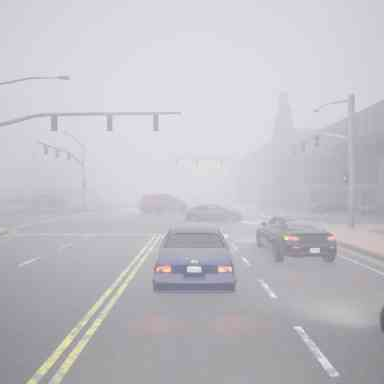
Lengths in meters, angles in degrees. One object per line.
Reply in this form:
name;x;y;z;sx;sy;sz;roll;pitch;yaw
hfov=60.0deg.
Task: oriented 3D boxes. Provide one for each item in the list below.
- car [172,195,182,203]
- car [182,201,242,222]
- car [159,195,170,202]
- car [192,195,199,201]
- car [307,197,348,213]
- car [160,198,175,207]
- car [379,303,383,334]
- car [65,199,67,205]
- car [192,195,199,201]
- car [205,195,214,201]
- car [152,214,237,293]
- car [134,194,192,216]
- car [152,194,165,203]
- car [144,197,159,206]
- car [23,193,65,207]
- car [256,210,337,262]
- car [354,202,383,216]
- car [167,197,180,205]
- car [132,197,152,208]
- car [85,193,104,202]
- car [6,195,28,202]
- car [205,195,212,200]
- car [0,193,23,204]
car;-3.097;1.500;71.232;1.837;1.490;4.892;0;0;2
car;1.542;1.564;24.370;4.181;1.385;1.994;0;0;-2
car;-6.425;1.460;77.827;1.882;1.535;5.008;0;0;2
car;0.591;1.478;78.313;1.882;1.535;5.008;0;0;2
car;14.670;1.352;35.220;4.553;1.767;2.097;0;0;0
car;-3.687;1.601;50.885;1.895;1.301;4.718;0;0;1
car;3.595;1.526;2.848;1.812;1.442;4.674;0;0;1
car;-21.415;1.156;51.285;3.866;1.878;1.905;0;0;0
car;0.860;1.524;88.613;1.812;1.442;4.674;0;0;2
car;4.102;1.549;78.736;1.994;1.385;4.181;0;0;2
car;0.060;1.547;8.963;2.033;1.411;5.357;0;0;0
car;-2.817;1.221;32.993;2.150;2.045;5.566;1;1;37
car;-6.705;1.352;67.715;2.097;1.767;4.553;0;0;2
car;-7.031;1.564;57.705;1.994;1.385;4.181;0;0;2
car;-21.471;1.153;48.391;4.605;1.855;1.932;0;0;0
car;3.566;1.526;11.954;1.812;1.442;4.674;0;0;0
car;18.263;1.601;31.706;4.718;1.301;1.895;0;0;0
car;-3.431;1.564;60.943;1.994;1.385;4.181;0;0;2
car;-7.226;1.492;48.793;2.128;1.511;4.902;0;0;1
car;-21.440;1.156;70.909;3.866;1.878;1.905;0;0;0
car;-38.895;1.364;73.795;3.905;1.438;1.784;0;0;0
car;4.359;1.470;88.527;1.994;1.385;4.181;0;0;2
car;-38.960;1.153;70.899;4.605;1.855;1.932;0;0;0
